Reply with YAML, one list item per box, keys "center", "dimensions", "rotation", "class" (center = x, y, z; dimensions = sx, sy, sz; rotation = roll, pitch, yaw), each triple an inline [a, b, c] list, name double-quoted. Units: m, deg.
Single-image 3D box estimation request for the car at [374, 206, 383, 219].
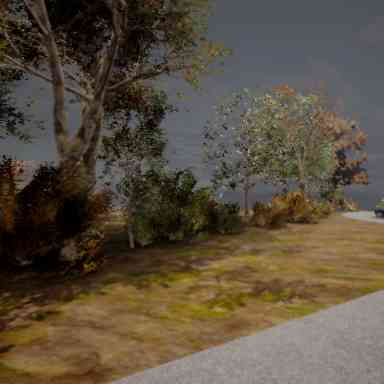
- center: [18.529, 1.885, 30.095]
  dimensions: [1.895, 1.301, 4.718]
  rotation: [0, 0, 4]
  class: "car"
